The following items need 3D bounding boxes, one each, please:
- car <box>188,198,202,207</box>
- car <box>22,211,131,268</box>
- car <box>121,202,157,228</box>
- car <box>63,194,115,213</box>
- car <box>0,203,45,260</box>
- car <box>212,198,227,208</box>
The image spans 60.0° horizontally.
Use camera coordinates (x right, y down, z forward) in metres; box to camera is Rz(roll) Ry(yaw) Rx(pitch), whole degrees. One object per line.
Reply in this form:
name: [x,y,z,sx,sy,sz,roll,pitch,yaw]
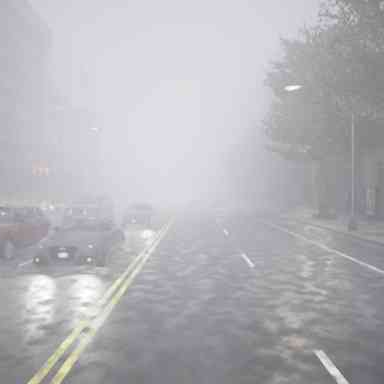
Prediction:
car: [0.420,1.507,48.239,1.895,1.301,4.718,0,0,0]
car: [-3.523,1.542,11.107,1.994,1.385,4.181,0,0,0]
car: [-3.377,1.465,21.813,1.837,1.490,4.892,0,0,1]
car: [-6.861,1.181,22.700,2.150,2.045,5.566,0,0,1]
car: [-7.010,1.327,12.323,2.097,1.767,4.553,0,0,1]
car: [3.911,1.472,47.306,1.994,1.385,4.181,0,0,0]
